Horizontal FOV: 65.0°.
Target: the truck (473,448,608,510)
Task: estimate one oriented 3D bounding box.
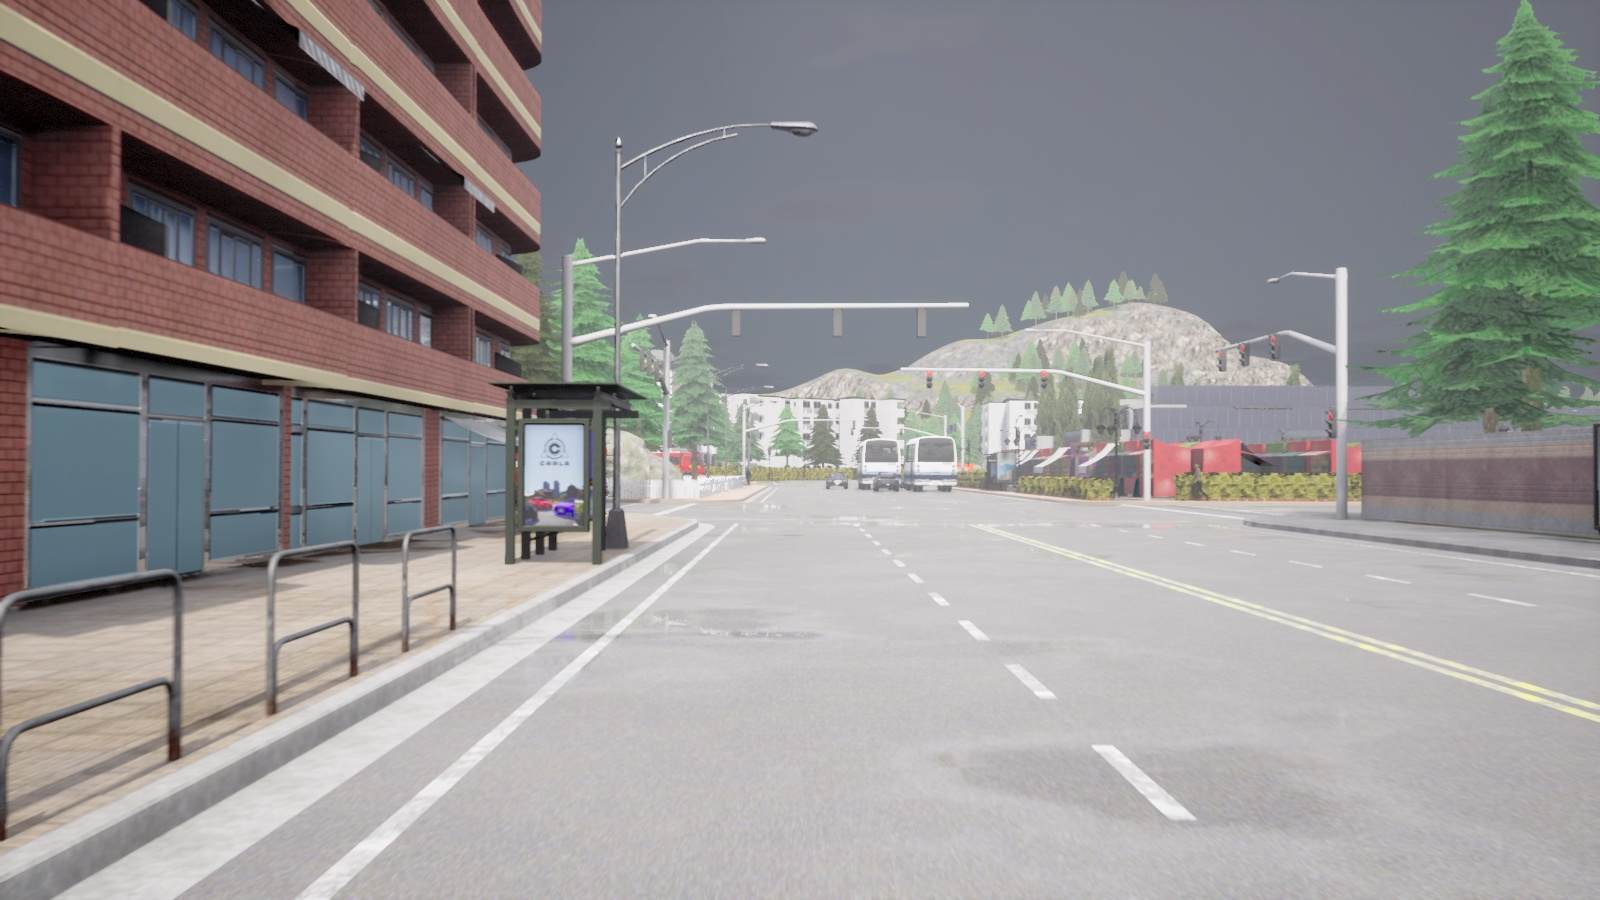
[{"bbox_3d":[-10.544,1.176,51.461,5.204,2.467,2.627,0,-1,-7],"label":"truck"}]

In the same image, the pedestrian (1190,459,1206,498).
[{"bbox_3d":[18.806,1.332,59.357,0.634,1.846,0.331,0,-1,2],"label":"pedestrian"}]
